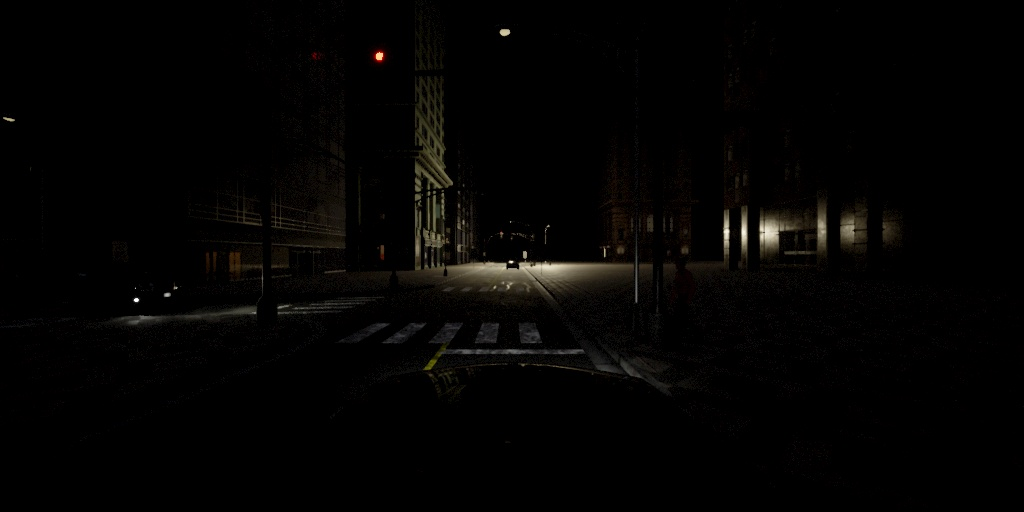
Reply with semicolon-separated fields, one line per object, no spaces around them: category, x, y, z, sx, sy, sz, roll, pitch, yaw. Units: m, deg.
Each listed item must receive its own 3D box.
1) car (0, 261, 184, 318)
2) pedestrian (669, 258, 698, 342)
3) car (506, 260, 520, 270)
car;-16.104;1.192;13.855;5.566;2.045;2.150;-1;0;0
pedestrian;3.603;0.891;7.610;0.375;1.860;0.375;0;0;0
car;0.111;1.325;53.475;1.994;1.385;4.181;0;0;0
